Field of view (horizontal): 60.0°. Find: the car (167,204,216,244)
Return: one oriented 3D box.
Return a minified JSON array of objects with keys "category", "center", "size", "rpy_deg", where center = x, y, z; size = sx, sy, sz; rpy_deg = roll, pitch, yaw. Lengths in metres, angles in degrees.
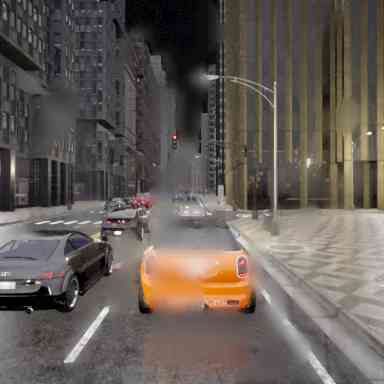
[{"category":"car","center":[0.012,1.479,16.788],"size":[2.128,1.511,4.902],"rpy_deg":[0,0,1]}]

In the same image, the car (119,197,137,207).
[{"category":"car","center":[-9.908,1.466,51.598],"size":[1.994,1.385,4.181],"rpy_deg":[0,0,0]}]

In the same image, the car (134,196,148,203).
[{"category":"car","center":[-9.871,1.457,64.296],"size":[1.895,1.301,4.718],"rpy_deg":[0,0,0]}]

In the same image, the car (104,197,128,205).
[{"category":"car","center":[-9.899,1.437,42.685],"size":[1.837,1.490,4.892],"rpy_deg":[0,0,0]}]

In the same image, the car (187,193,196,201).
[{"category":"car","center":[-0.089,1.337,74.331],"size":[1.812,1.442,4.674],"rpy_deg":[0,0,0]}]

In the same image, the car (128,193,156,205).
[{"category":"car","center":[-6.625,1.147,44.800],"size":[2.150,2.045,5.566],"rpy_deg":[0,0,2]}]

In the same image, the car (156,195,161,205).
[{"category":"car","center":[-6.652,1.416,54.951],"size":[1.812,1.442,4.674],"rpy_deg":[0,0,0]}]

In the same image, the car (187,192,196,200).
[{"category":"car","center":[-0.101,0.973,84.305],"size":[2.097,1.767,4.553],"rpy_deg":[0,0,0]}]

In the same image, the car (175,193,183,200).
[{"category":"car","center":[-3.352,1.118,84.332],"size":[1.837,1.490,4.892],"rpy_deg":[0,0,0]}]

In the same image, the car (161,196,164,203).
[{"category":"car","center":[-6.603,1.397,66.391],"size":[2.033,1.411,5.357],"rpy_deg":[0,0,1]}]

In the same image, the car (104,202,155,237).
[{"category":"car","center":[-3.167,1.492,16.581],"size":[1.837,1.490,4.892],"rpy_deg":[0,0,0]}]

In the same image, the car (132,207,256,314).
[{"category":"car","center":[0.095,1.349,7.781],"size":[2.097,1.767,4.553],"rpy_deg":[0,0,0]}]

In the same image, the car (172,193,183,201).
[{"category":"car","center":[-3.339,1.168,74.296],"size":[2.097,1.767,4.553],"rpy_deg":[0,0,0]}]

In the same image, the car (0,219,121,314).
[{"category":"car","center":[-3.165,1.561,7.684],"size":[1.994,1.385,4.181],"rpy_deg":[0,0,0]}]
